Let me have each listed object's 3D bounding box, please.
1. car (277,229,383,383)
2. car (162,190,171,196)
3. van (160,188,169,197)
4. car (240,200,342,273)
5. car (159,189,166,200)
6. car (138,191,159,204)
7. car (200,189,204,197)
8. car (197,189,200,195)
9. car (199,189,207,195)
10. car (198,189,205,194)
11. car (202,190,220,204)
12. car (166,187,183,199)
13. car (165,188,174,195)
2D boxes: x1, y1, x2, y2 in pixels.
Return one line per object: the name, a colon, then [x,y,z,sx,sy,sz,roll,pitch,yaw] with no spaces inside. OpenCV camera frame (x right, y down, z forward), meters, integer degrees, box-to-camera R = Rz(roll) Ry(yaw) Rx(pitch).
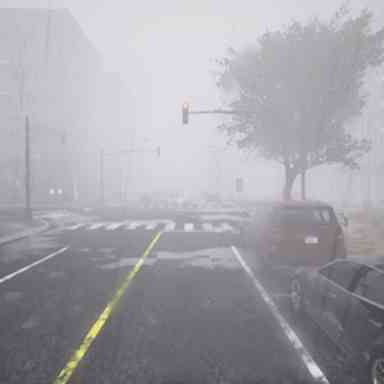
car: [2.687,1.481,4.349,1.947,1.339,4.313,0,1,0]
car: [-5.785,0.207,75.434,1.802,1.307,4.206,0,1,0]
van: [-5.778,0.063,69.898,1.690,1.788,3.998,0,1,0]
car: [2.680,1.126,9.866,2.192,1.841,5.009,0,1,0]
car: [-5.757,0.565,53.307,2.008,1.369,4.403,0,1,0]
car: [-5.743,0.764,42.243,2.008,1.369,4.403,0,1,0]
car: [2.623,0.535,53.486,1.752,1.417,4.829,0,1,0]
car: [2.602,0.302,69.912,1.802,1.307,4.206,0,1,0]
car: [2.587,0.049,81.145,1.752,1.417,4.829,0,1,0]
car: [2.573,-0.120,92.040,1.887,1.381,4.507,0,1,0]
car: [2.637,0.756,42.253,1.887,1.381,4.507,0,1,0]
car: [-3.075,0.467,58.879,1.837,1.490,4.892,0,3,0]
car: [-5.800,-0.128,86.496,1.967,1.590,4.097,0,1,0]
